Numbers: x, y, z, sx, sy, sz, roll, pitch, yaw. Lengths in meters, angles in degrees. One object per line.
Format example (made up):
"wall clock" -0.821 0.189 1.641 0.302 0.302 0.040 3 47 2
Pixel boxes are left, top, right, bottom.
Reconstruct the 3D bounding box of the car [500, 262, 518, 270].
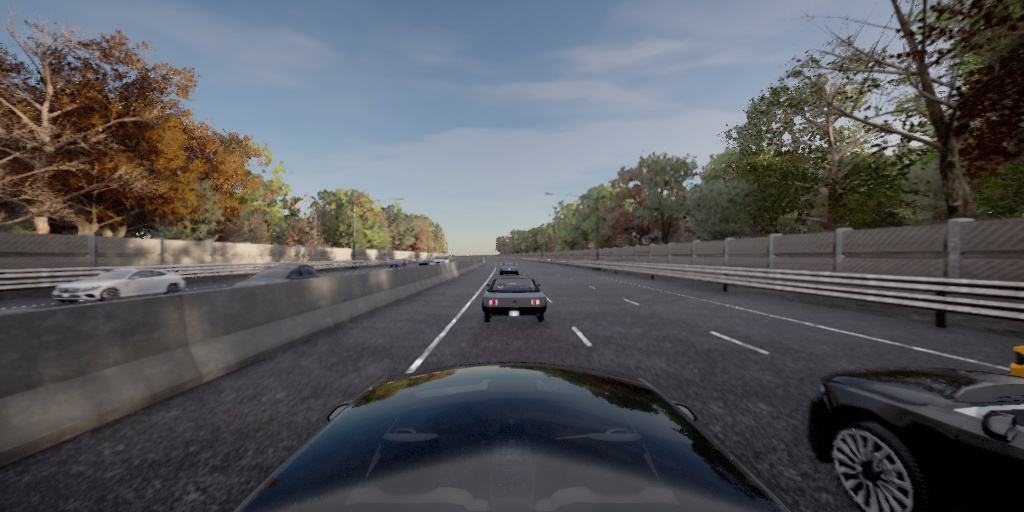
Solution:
"car" -0.323 1.317 39.122 1.994 1.385 4.181 0 0 -1

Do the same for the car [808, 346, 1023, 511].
"car" 3.593 1.241 1.230 2.128 1.511 4.902 0 0 0

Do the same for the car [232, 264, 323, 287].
"car" -10.679 1.257 16.680 1.837 1.490 4.892 0 0 -1

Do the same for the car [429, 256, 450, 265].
"car" -11.488 0.972 58.244 2.150 2.045 5.566 0 0 -1

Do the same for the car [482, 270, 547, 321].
"car" 0.054 1.352 12.433 1.895 1.301 4.718 0 0 0

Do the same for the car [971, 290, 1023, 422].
"car" 7.092 1.226 2.304 1.882 1.535 5.008 0 0 0

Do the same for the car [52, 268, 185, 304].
"car" -17.678 1.279 16.517 1.812 1.442 4.674 0 0 -1

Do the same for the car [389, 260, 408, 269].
"car" -18.484 1.296 58.848 2.033 1.411 5.357 0 0 -1
